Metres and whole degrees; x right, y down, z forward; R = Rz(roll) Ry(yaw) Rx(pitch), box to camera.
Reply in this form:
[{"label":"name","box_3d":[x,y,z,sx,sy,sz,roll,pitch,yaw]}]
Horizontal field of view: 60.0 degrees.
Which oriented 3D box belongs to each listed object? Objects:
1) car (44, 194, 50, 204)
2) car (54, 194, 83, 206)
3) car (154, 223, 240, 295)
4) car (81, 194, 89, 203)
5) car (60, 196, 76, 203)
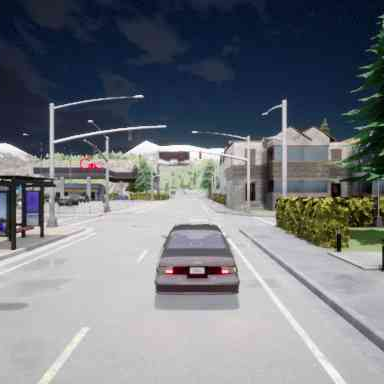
[{"label":"car","box_3d":[-25.884,1.288,61.061,1.932,1.855,4.605,0,0,0]},{"label":"car","box_3d":[-18.917,1.488,51.068,2.007,1.523,4.514,0,0,0]},{"label":"car","box_3d":[0.101,1.547,8.871,2.033,1.411,5.357,0,0,0]},{"label":"car","box_3d":[-22.618,1.267,68.937,1.905,1.878,3.866,0,0,0]},{"label":"car","box_3d":[-25.944,1.551,69.540,1.970,1.475,3.806,0,0,0]}]
